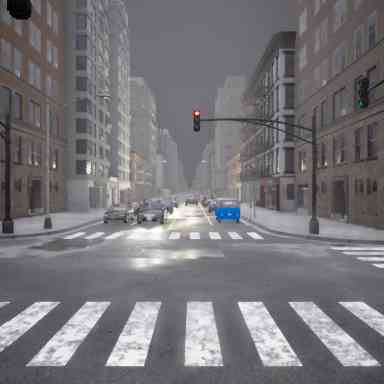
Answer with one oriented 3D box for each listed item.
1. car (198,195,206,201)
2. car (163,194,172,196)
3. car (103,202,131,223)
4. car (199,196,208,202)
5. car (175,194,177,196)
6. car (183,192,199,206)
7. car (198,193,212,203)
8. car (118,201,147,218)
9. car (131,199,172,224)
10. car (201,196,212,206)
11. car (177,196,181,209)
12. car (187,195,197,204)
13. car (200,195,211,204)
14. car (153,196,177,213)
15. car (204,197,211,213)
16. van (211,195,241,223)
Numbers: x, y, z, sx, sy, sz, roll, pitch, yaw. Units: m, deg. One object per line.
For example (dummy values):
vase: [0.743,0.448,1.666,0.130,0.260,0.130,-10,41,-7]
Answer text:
car: [2.564,1.530,87.510,1.947,1.339,4.313,0,0,0]
car: [-5.442,1.547,64.773,1.947,1.339,4.313,0,0,0]
car: [-5.410,1.549,25.000,2.008,1.369,4.403,0,0,0]
car: [2.574,1.524,76.147,2.008,1.369,4.403,0,0,0]
car: [-5.456,1.409,81.819,1.967,1.590,4.097,0,0,0]
car: [-0.047,1.341,55.113,2.097,1.767,4.553,0,0,0]
car: [2.593,1.305,53.422,2.192,1.841,5.009,0,0,0]
car: [-5.414,1.543,30.682,1.887,1.381,4.507,0,0,0]
car: [-2.858,1.490,24.550,2.128,1.511,4.902,0,0,-1]
car: [2.597,1.576,47.741,1.802,1.307,4.206,0,0,0]
car: [-2.880,1.559,45.665,1.994,1.385,4.181,0,0,0]
car: [-0.055,1.459,65.145,1.882,1.535,5.008,0,0,0]
car: [2.583,1.422,64.785,1.967,1.590,4.097,0,0,0]
car: [-2.879,1.476,34.715,1.882,1.535,5.008,0,0,0]
car: [2.606,1.580,36.378,1.802,1.307,4.206,0,0,0]
van: [2.615,1.340,25.016,1.690,1.788,3.998,0,0,0]
